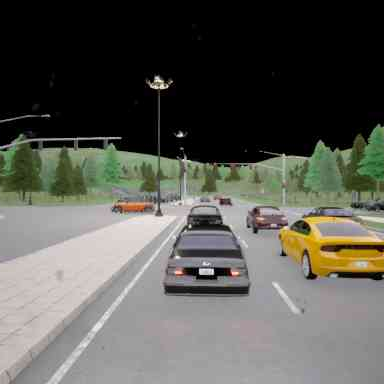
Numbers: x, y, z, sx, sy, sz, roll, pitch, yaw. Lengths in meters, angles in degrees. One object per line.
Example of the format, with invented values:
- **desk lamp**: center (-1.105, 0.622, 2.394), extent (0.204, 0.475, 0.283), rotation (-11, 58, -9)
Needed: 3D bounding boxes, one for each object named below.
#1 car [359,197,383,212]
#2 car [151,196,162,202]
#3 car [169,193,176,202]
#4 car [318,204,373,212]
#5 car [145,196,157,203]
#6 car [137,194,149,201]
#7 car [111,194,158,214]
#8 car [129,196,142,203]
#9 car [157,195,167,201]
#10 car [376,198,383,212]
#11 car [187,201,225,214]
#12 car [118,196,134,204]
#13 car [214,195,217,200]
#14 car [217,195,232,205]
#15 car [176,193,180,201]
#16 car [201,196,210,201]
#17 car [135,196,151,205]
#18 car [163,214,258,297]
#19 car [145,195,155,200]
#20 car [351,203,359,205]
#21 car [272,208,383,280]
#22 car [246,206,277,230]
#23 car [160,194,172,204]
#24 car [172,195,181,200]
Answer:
- **car**: center (22.318, 1.352, 38.342), extent (4.553, 1.767, 2.097), rotation (0, 0, 3)
- **car**: center (-8.406, 1.552, 79.235), extent (1.994, 1.385, 4.181), rotation (0, 0, 2)
- **car**: center (-5.178, 1.355, 72.316), extent (2.097, 1.767, 4.553), rotation (0, 0, 2)
- **car**: center (7.749, 1.547, 18.808), extent (2.033, 1.411, 5.357), rotation (0, 0, 3)
- **car**: center (-8.728, 1.552, 71.123), extent (1.994, 1.385, 4.181), rotation (0, 0, 2)
- **car**: center (-11.843, 1.355, 80.891), extent (2.097, 1.767, 4.553), rotation (0, 0, 2)
- **car**: center (-6.191, 1.352, 35.026), extent (4.553, 1.767, 2.097), rotation (0, 0, -1)
- **car**: center (-12.195, 1.524, 72.034), extent (1.812, 1.442, 4.674), rotation (0, 0, 2)
- **car**: center (-8.002, 1.525, 89.361), extent (2.128, 1.511, 4.902), rotation (0, 0, 2)
- **car**: center (22.422, 1.601, 34.829), extent (4.718, 1.301, 1.895), rotation (0, 0, 3)
- **car**: center (0.729, 1.478, 18.586), extent (1.882, 1.535, 5.008), rotation (0, 0, 3)
- **car**: center (-12.578, 1.564, 63.414), extent (1.994, 1.385, 4.181), rotation (0, 0, 3)
- **car**: center (7.046, 1.552, 90.262), extent (1.994, 1.385, 4.181), rotation (0, 0, 3)
- **car**: center (5.742, 1.477, 57.109), extent (1.882, 1.535, 5.008), rotation (0, 0, 2)
- **car**: center (-4.770, 1.225, 82.608), extent (2.150, 2.045, 5.566), rotation (0, 0, 2)
- **car**: center (2.885, 1.555, 73.273), extent (1.994, 1.385, 4.181), rotation (0, 0, 2)
- **car**: center (-9.140, 1.491, 62.272), extent (2.128, 1.511, 4.902), rotation (0, 0, 3)
- **car**: center (0.379, 1.547, 8.766), extent (2.033, 1.411, 5.357), rotation (0, 0, 2)
- **car**: center (-11.433, 1.539, 91.125), extent (2.033, 1.411, 5.357), rotation (0, 0, 2)
- **car**: center (22.540, 1.601, 41.835), extent (4.718, 1.301, 1.895), rotation (0, 0, 3)
- **car**: center (3.934, 1.478, 9.973), extent (1.882, 1.535, 5.008), rotation (0, 0, 3)
- **car**: center (4.263, 1.526, 19.192), extent (1.812, 1.442, 4.674), rotation (0, 0, 3)
- **car**: center (-5.580, 1.601, 63.382), extent (1.895, 1.301, 4.718), rotation (0, 0, 3)
- **car**: center (-4.341, 1.533, 93.011), extent (2.033, 1.411, 5.357), rotation (0, 0, 3)
